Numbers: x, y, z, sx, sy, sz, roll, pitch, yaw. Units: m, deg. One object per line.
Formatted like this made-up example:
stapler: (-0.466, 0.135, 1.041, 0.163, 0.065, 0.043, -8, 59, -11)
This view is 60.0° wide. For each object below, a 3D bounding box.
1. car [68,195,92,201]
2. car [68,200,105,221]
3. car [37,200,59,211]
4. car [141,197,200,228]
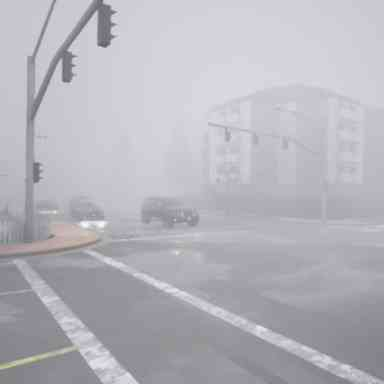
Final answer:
car: (-14.042, 1.367, 42.009, 2.150, 2.045, 5.566, 1, -1, -34)
car: (-8.982, 1.666, 28.404, 1.994, 1.385, 4.181, 1, 0, -34)
car: (-18.261, 1.663, 42.021, 1.994, 1.385, 4.181, 1, -1, -33)
car: (-1.720, 1.370, 23.766, 2.150, 2.045, 5.566, 1, 0, -34)
